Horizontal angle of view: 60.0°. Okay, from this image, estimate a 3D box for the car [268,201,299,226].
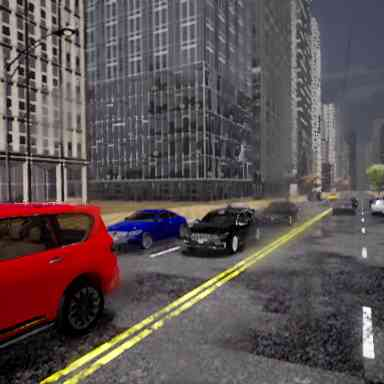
[{"bbox_3d":[6.034,1.372,22.548,1.837,1.490,4.892,0,0,27],"label":"car"}]

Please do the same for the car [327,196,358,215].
[{"bbox_3d":[14.192,1.336,30.956,2.033,1.411,5.357,0,0,28],"label":"car"}]

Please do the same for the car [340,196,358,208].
[{"bbox_3d":[20.563,1.265,43.465,1.994,1.385,4.181,0,0,28],"label":"car"}]

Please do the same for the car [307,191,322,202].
[{"bbox_3d":[23.660,0.814,64.035,2.150,2.045,5.566,0,0,27],"label":"car"}]

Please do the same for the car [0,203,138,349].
[{"bbox_3d":[-3.304,1.219,4.291,2.150,2.045,5.566,0,0,27],"label":"car"}]

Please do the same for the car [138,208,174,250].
[{"bbox_3d":[-1.791,1.467,14.395,1.812,1.442,4.674,0,0,27],"label":"car"}]

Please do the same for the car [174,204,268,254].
[{"bbox_3d":[1.410,1.436,13.513,1.837,1.490,4.892,0,0,27],"label":"car"}]

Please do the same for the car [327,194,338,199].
[{"bbox_3d":[26.570,1.061,62.599,1.882,1.535,5.008,0,0,27],"label":"car"}]

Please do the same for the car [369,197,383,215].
[{"bbox_3d":[17.156,1.381,29.813,1.895,1.301,4.718,0,0,28],"label":"car"}]

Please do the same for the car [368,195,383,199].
[{"bbox_3d":[23.760,1.180,42.656,2.128,1.511,4.902,0,0,28],"label":"car"}]
